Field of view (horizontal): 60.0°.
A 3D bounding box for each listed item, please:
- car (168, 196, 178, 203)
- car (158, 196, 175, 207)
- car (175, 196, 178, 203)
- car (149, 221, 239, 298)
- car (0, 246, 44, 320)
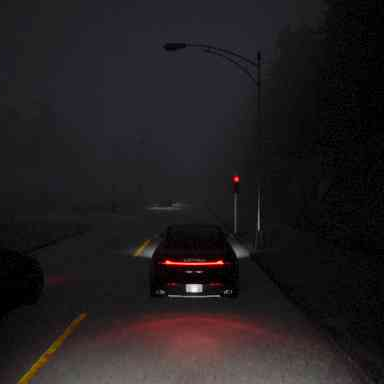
[{"bbox_3d":[-3.994,1.522,71.588,1.812,1.442,4.674,0,0,0],"label":"car"},{"bbox_3d":[-4.090,1.477,51.207,1.882,1.535,5.008,0,0,0],"label":"car"},{"bbox_3d":[-4.063,1.477,61.173,1.882,1.535,5.008,0,0,0],"label":"car"},{"bbox_3d":[0.059,1.505,8.481,1.837,1.490,4.892,0,0,0],"label":"car"},{"bbox_3d":[-4.101,1.564,5.299,1.994,1.385,4.181,0,0,0],"label":"car"}]
